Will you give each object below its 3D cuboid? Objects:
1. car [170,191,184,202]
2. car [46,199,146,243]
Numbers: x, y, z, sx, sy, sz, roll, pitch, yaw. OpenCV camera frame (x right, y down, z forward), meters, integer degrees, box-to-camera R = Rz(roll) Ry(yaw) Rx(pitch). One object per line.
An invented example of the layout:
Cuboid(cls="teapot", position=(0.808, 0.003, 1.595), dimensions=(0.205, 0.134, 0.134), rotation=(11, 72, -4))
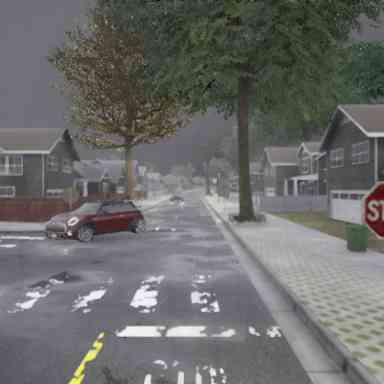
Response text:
Cuboid(cls="car", position=(-2.335, 0.576, 52.154), dimensions=(2.097, 1.767, 4.553), rotation=(0, 1, 0))
Cuboid(cls="car", position=(-4.300, 1.169, 15.342), dimensions=(2.097, 1.767, 4.553), rotation=(-1, 0, 36))
